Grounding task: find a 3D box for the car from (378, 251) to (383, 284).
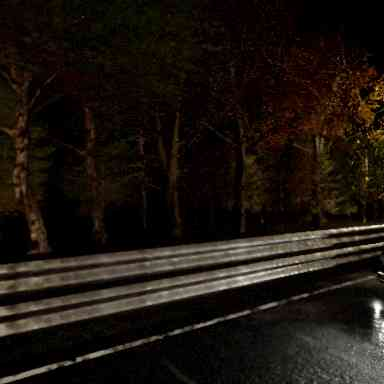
[{"bbox_3d":[6.536,1.560,8.336,4.902,1.511,2.128,1,0,-35],"label":"car"}]
